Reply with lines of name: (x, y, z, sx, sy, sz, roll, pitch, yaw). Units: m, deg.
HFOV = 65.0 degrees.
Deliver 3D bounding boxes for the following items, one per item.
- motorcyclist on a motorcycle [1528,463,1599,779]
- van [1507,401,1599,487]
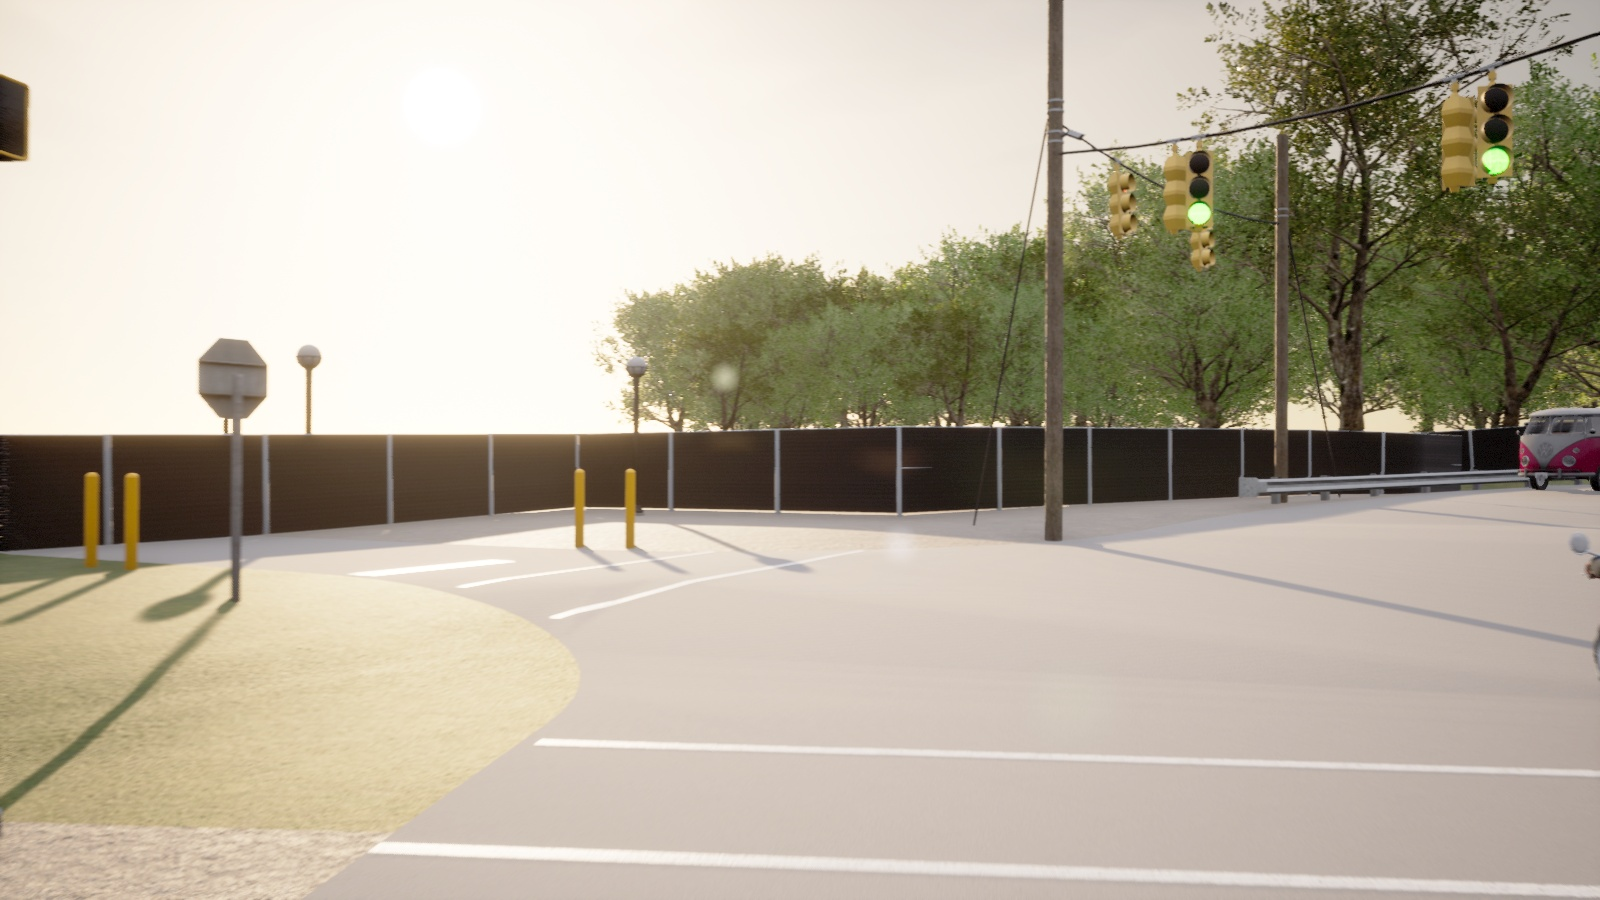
motorcyclist on a motorcycle: (4.545, 0.867, 6.555, 0.866, 1.590, 1.817, 0, -1, 16)
van: (19.502, -0.182, 30.639, 4.442, 1.987, 1.775, -2, 0, -28)
